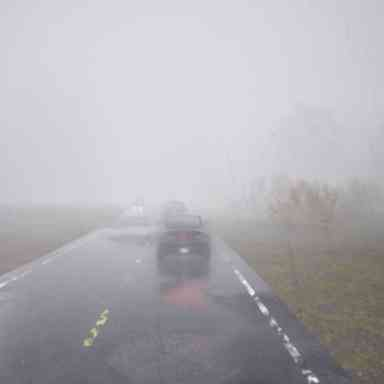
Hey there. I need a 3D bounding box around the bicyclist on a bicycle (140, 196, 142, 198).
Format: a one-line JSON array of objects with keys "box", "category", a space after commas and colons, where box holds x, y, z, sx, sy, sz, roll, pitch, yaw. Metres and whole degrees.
[{"box": [-13.261, 1.791, 87.102, 0.866, 1.612, 1.509, 0, 0, -18], "category": "bicyclist on a bicycle"}]

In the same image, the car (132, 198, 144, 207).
[{"box": [-9.390, 1.738, 57.602, 2.128, 1.511, 4.902, 0, 0, -11], "category": "car"}]

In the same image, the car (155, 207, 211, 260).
[{"box": [-0.347, 1.564, 12.739, 1.837, 1.490, 4.892, 0, 0, -3], "category": "car"}]

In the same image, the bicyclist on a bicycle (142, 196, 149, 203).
[{"box": [-10.600, 1.761, 78.429, 0.866, 1.612, 1.509, 0, 0, -16], "category": "bicyclist on a bicycle"}]

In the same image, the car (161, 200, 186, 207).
[{"box": [-1.511, 1.476, 27.672, 2.097, 1.767, 4.553, 0, 0, -6], "category": "car"}]
